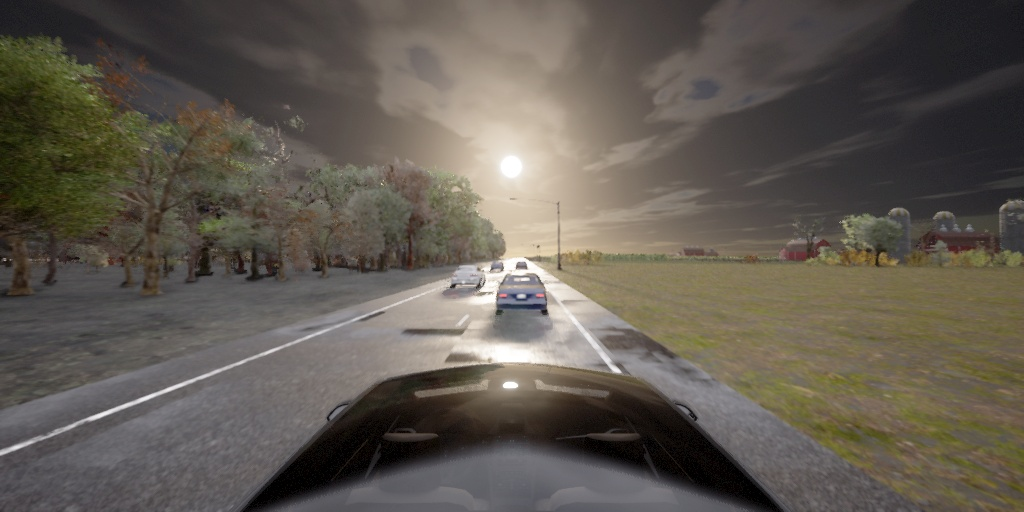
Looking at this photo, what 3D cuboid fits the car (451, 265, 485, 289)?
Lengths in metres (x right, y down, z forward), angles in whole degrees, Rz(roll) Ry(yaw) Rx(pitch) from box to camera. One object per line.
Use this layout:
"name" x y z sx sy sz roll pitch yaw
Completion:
"car" -2.863 1.343 23.910 1.812 1.442 4.674 0 0 2

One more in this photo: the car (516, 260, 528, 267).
"car" 1.619 1.433 60.710 1.994 1.385 4.181 0 0 2

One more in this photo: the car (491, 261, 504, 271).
"car" -2.098 1.419 52.676 2.033 1.411 5.357 0 0 2

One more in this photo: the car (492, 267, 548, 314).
"car" 0.365 1.327 13.874 2.033 1.411 5.357 0 0 2
